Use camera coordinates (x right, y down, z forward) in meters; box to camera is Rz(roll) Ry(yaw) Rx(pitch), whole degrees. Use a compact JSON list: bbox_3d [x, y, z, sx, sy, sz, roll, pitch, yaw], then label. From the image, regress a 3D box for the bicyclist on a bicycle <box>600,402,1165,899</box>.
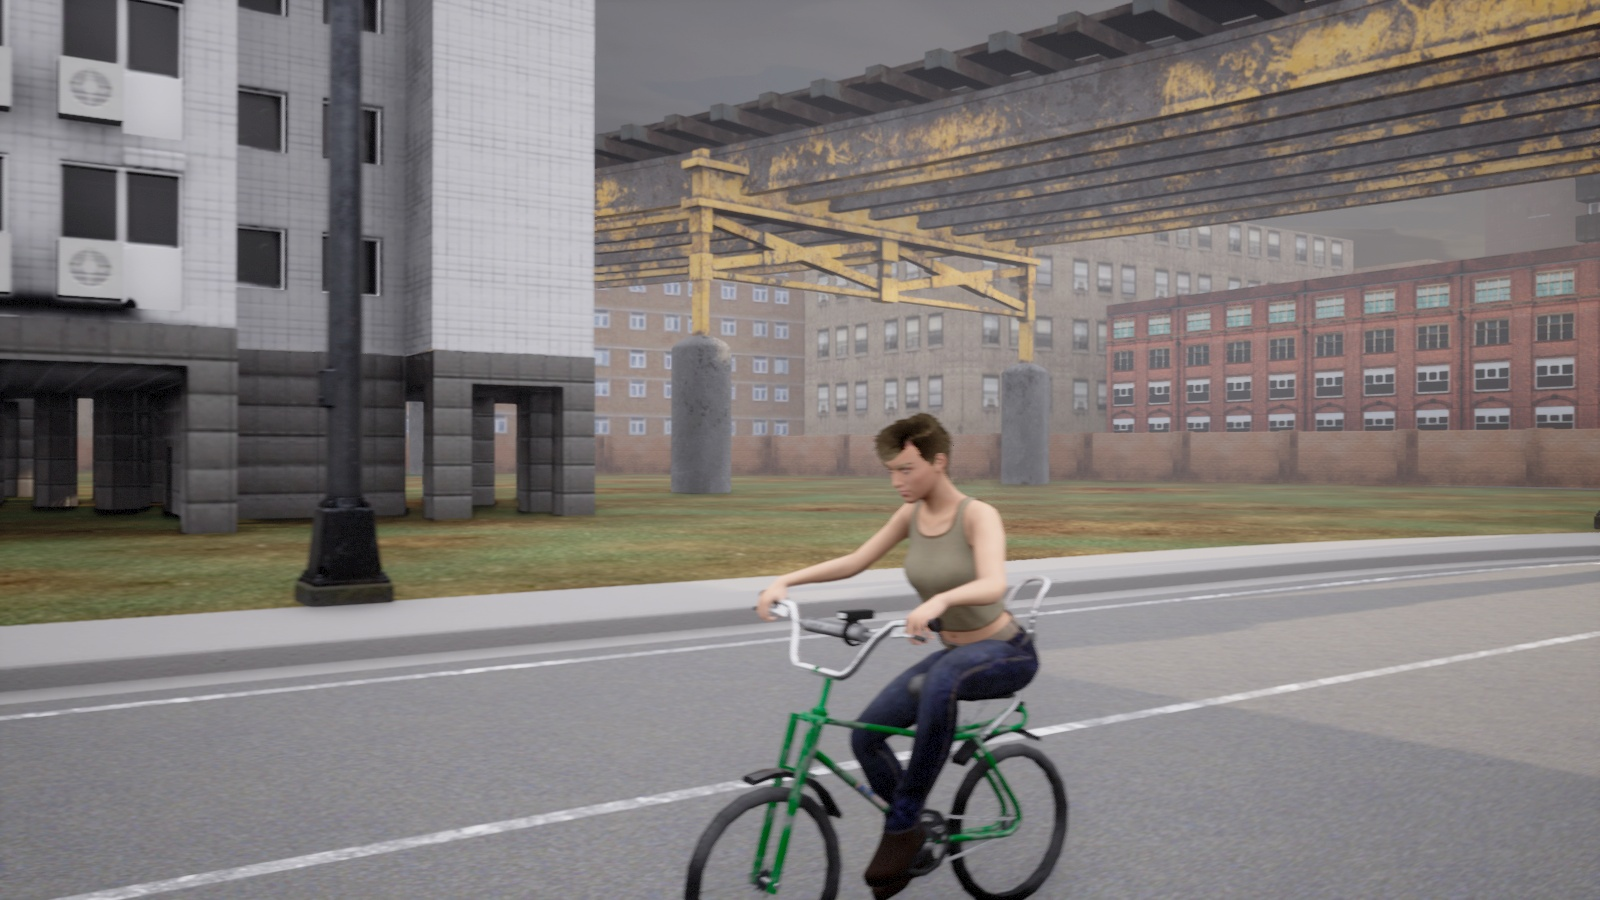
[{"bbox_3d":[0.268,0.690,3.837,1.509,1.612,0.866,0,0,-35],"label":"bicyclist on a bicycle"}]
